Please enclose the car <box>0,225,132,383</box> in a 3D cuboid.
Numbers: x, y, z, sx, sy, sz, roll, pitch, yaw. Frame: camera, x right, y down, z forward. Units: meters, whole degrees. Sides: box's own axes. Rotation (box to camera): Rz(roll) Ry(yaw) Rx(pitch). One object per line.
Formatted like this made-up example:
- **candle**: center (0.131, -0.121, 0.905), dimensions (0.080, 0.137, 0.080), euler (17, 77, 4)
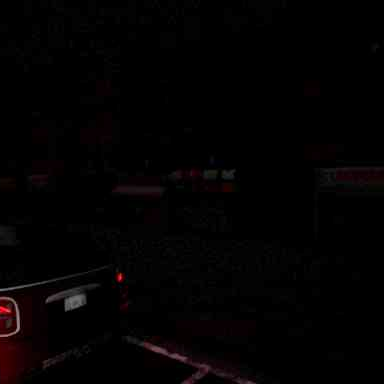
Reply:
- **car**: center (-3.104, 1.293, 5.161), dimensions (4.553, 1.767, 2.097), euler (1, 0, 36)
